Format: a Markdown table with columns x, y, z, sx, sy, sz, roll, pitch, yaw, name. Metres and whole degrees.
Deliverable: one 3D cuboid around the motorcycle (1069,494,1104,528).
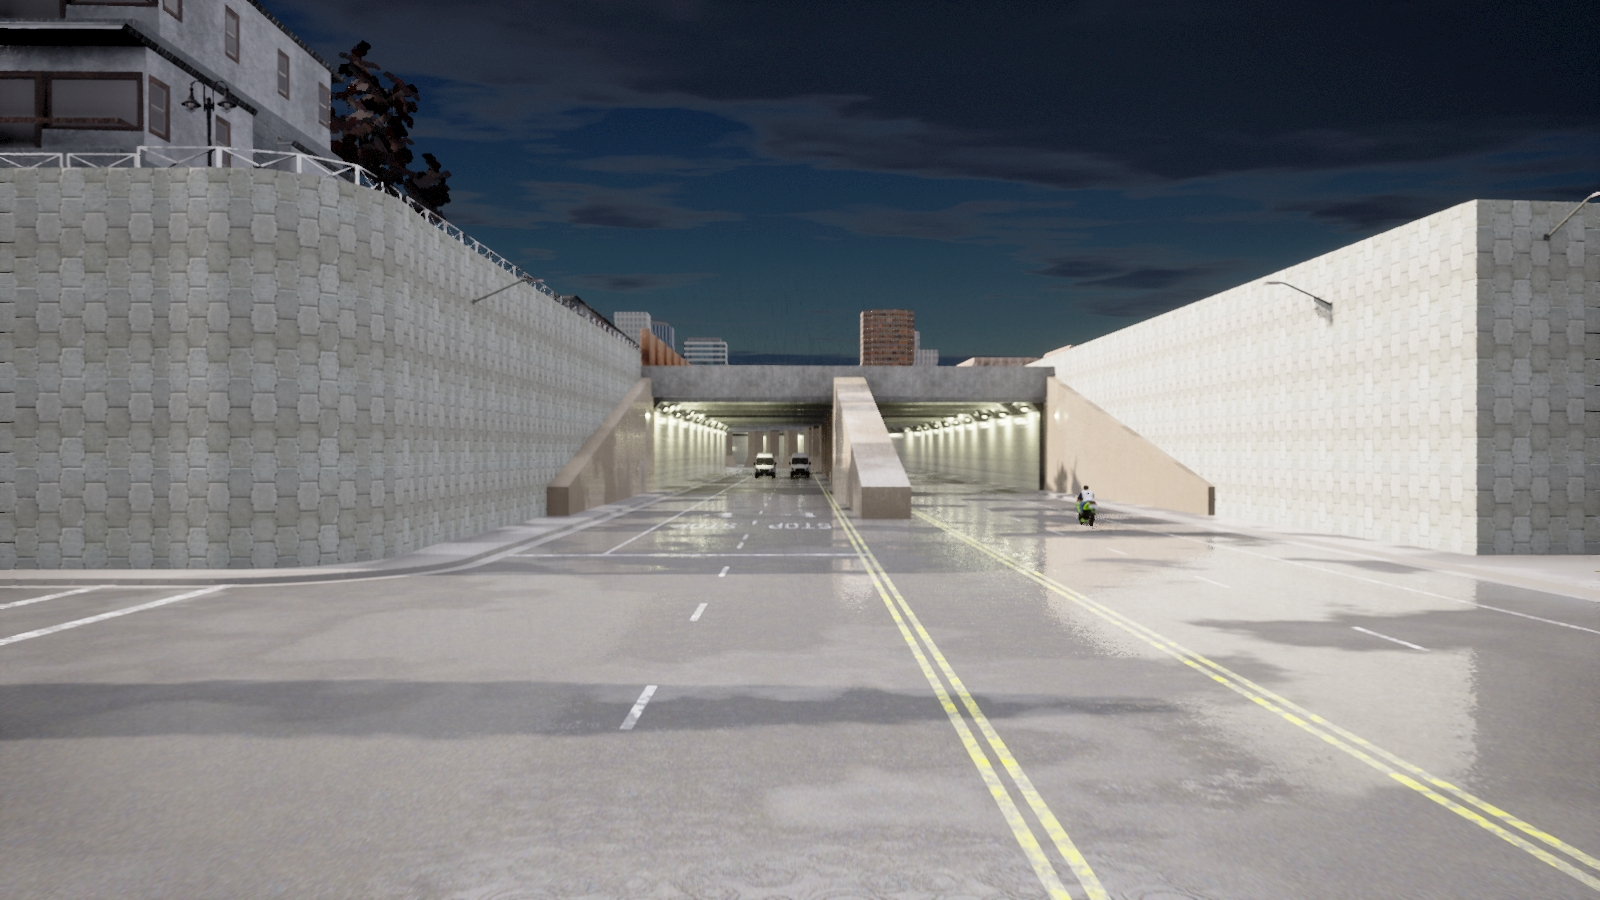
| x | y | z | sx | sy | sz | roll | pitch | yaw | name |
| --- | --- | --- | --- | --- | --- | --- | --- | --- | --- |
| 10.481 | 2.226 | 41.861 | 0.803 | 1.145 | 2.033 | 0 | 0 | 0 | motorcycle |
